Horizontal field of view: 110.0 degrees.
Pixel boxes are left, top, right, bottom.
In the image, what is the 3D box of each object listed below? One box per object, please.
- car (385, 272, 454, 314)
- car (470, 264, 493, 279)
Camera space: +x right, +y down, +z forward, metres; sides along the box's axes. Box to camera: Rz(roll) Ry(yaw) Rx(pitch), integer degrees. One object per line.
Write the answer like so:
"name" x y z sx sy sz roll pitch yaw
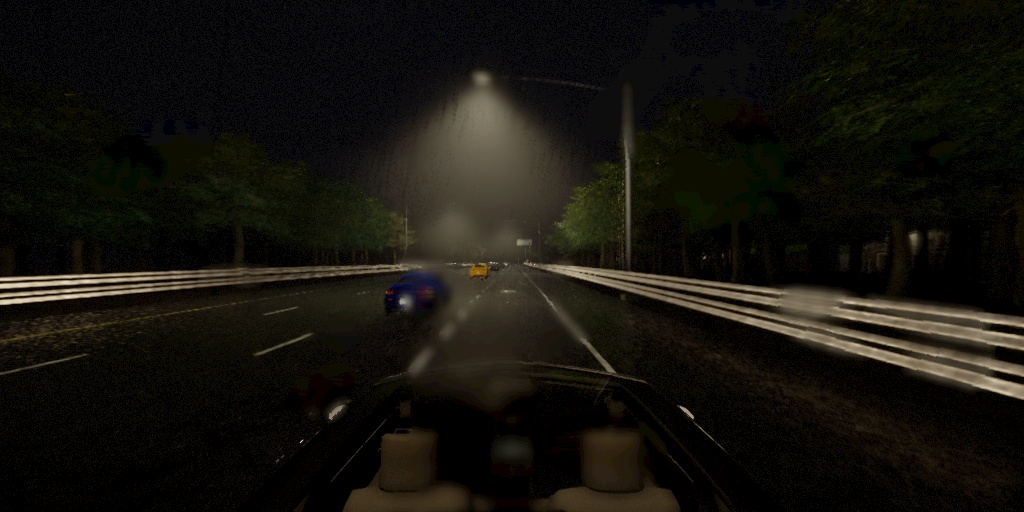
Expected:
"car" -3.495 1.365 14.041 1.812 1.442 4.674 0 -1 0
"car" -3.432 1.627 39.207 1.882 1.535 5.008 0 -1 0
